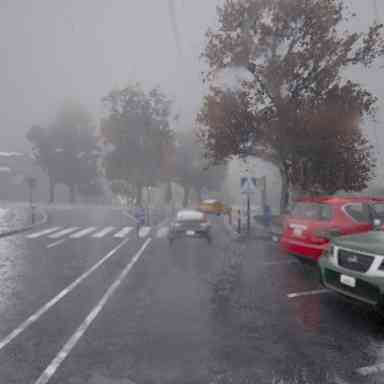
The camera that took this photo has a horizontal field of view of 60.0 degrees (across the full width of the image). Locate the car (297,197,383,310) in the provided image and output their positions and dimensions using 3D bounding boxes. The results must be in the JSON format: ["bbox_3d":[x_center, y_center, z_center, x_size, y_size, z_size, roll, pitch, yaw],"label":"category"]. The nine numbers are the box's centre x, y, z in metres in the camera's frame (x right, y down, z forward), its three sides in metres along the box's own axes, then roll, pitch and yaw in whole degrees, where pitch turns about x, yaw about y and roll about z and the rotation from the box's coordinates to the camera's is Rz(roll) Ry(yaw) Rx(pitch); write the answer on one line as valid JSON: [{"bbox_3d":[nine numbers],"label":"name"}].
[{"bbox_3d":[5.269,1.201,6.702,5.566,2.045,2.435,1,1,-21],"label":"car"}]

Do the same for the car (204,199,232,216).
[{"bbox_3d":[2.284,1.418,31.276,1.882,1.535,5.008,2,-1,23],"label":"car"}]

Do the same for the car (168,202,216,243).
[{"bbox_3d":[-0.106,1.424,15.362,1.812,1.442,4.674,0,0,-1],"label":"car"}]

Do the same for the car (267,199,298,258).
[{"bbox_3d":[5.282,1.180,9.704,5.566,2.045,2.435,1,0,-21],"label":"car"}]

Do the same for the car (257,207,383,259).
[{"bbox_3d":[5.200,1.410,12.666,4.892,1.521,2.231,1,0,-21],"label":"car"}]
